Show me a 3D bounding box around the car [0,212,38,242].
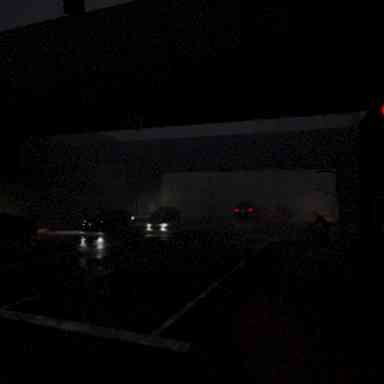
[{"bbox_3d":[-9.874,1.772,16.094,1.882,1.535,5.008,0,-1,21],"label":"car"}]

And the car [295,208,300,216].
[{"bbox_3d":[15.397,3.025,51.687,1.895,1.301,4.718,0,-2,28],"label":"car"}]

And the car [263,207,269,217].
[{"bbox_3d":[9.897,2.846,48.216,1.994,1.385,4.181,0,-1,19],"label":"car"}]

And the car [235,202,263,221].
[{"bbox_3d":[6.612,2.257,39.477,2.150,2.045,5.566,0,-1,21],"label":"car"}]

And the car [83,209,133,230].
[{"bbox_3d":[-6.312,2.066,25.558,1.837,1.490,4.892,0,-1,21],"label":"car"}]

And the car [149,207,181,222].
[{"bbox_3d":[-2.738,2.307,35.037,1.882,1.535,5.008,0,-1,21],"label":"car"}]

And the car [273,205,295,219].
[{"bbox_3d":[11.819,2.537,43.378,2.097,1.767,4.553,0,-1,21],"label":"car"}]

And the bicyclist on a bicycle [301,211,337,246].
[{"bbox_3d":[6.142,1.767,16.112,1.656,1.620,0.582,0,-2,21],"label":"bicyclist on a bicycle"}]
